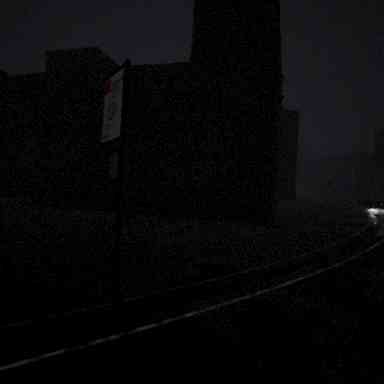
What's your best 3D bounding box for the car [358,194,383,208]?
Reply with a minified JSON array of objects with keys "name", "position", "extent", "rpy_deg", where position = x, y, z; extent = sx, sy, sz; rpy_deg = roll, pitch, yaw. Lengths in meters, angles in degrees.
[{"name":"car","position":[18.735,0.929,34.236],"extent":[1.994,1.385,4.181],"rpy_deg":[2,2,10]}]
